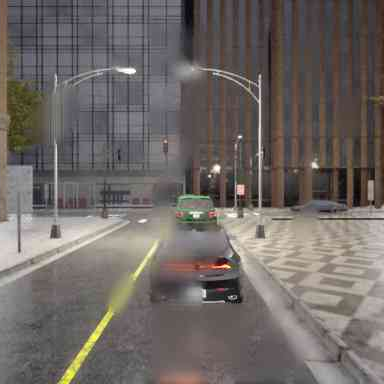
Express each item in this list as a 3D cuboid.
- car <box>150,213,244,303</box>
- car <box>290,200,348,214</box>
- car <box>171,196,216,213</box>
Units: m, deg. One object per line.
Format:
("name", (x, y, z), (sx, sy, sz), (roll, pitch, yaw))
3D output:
("car", (0.086, 1.503, 8.159), (1.837, 1.490, 4.892), (0, 0, 0))
("car", (12.748, 1.486, 33.526), (5.357, 1.411, 2.033), (0, 0, 0))
("car", (0.048, 1.218, 18.151), (2.150, 2.045, 5.566), (0, 0, -3))
